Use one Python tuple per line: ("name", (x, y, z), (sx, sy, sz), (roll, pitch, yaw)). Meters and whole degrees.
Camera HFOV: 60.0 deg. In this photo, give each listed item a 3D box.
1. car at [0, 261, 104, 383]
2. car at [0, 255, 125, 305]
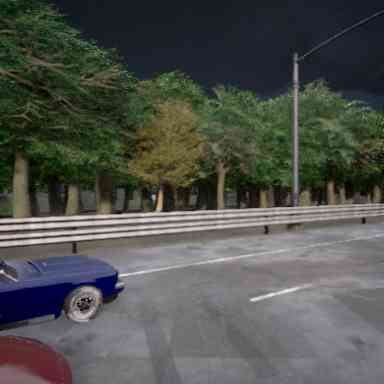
("car", (-2.995, 1.525, 1.610), (4.674, 1.442, 1.812), (0, 0, -35))
("car", (-3.590, 1.601, 5.492), (4.718, 1.301, 1.895), (0, 0, -36))
